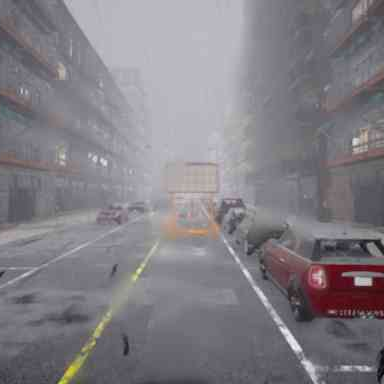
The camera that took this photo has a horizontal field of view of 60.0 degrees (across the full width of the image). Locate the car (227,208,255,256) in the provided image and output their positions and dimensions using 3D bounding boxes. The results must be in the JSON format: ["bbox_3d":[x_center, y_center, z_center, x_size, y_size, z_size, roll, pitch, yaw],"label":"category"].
[{"bbox_3d":[2.702,1.537,12.858,2.008,1.369,4.403,1,0,0],"label":"car"}]

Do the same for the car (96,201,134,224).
[{"bbox_3d":[-5.677,1.554,24.259,1.802,1.307,4.206,1,0,0],"label":"car"}]

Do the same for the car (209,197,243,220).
[{"bbox_3d":[2.707,1.286,24.200,2.192,1.841,5.009,1,0,0],"label":"car"}]

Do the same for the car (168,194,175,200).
[{"bbox_3d":[-5.663,1.364,92.147,1.752,1.417,4.829,1,0,0],"label":"car"}]

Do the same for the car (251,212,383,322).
[{"bbox_3d":[2.702,1.433,7.187,1.967,1.590,4.097,1,0,0],"label":"car"}]

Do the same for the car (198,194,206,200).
[{"bbox_3d":[2.716,1.382,92.250,1.887,1.381,4.507,1,0,0],"label":"car"}]

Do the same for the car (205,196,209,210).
[{"bbox_3d":[2.706,1.498,35.542,1.887,1.381,4.507,1,0,0],"label":"car"}]

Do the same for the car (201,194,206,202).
[{"bbox_3d":[2.709,1.449,52.725,1.752,1.417,4.829,1,0,0],"label":"car"}]

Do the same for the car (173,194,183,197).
[{"bbox_3d":[-2.988,1.227,78.706,1.994,1.385,4.181,0,0,0],"label":"car"}]

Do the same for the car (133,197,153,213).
[{"bbox_3d":[-5.674,1.519,35.603,1.947,1.339,4.313,1,0,0],"label":"car"}]

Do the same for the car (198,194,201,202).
[{"bbox_3d":[2.713,1.330,69.567,1.967,1.590,4.097,1,0,0],"label":"car"}]

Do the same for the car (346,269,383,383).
[{"bbox_3d":[2.699,1.565,1.517,1.947,1.339,4.313,1,0,0],"label":"car"}]

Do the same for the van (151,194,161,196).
[{"bbox_3d":[-5.668,1.266,52.617,1.690,1.788,3.998,1,0,0],"label":"van"}]

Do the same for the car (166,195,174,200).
[{"bbox_3d":[-5.665,1.418,86.646,1.947,1.339,4.313,1,0,0],"label":"car"}]

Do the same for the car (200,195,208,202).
[{"bbox_3d":[2.714,1.459,75.240,1.802,1.307,4.206,1,0,0],"label":"car"}]

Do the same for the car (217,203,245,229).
[{"bbox_3d":[2.703,1.530,18.529,2.008,1.369,4.403,1,0,0],"label":"car"}]

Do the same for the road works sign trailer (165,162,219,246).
[{"bbox_3d":[0.001,0.448,15.136,2.380,3.560,2.880,0,0,0],"label":"road works sign trailer"}]

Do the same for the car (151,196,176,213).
[{"bbox_3d":[-3.092,1.457,36.092,1.837,1.490,4.892,0,0,0],"label":"car"}]

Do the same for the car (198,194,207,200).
[{"bbox_3d":[2.716,1.291,86.578,1.967,1.590,4.097,1,0,0],"label":"car"}]

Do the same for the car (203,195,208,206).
[{"bbox_3d":[2.707,1.488,41.213,1.887,1.381,4.507,1,0,0],"label":"car"}]
